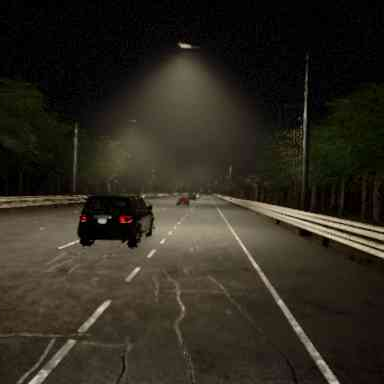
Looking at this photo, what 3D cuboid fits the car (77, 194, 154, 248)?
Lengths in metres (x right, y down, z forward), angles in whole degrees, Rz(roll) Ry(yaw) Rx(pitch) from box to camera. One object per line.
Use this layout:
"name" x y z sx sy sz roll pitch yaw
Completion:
"car" -3.054 1.122 14.423 2.150 2.045 5.566 2 0 3

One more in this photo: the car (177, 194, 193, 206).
"car" -1.342 1.484 53.481 1.812 1.442 4.674 2 0 3

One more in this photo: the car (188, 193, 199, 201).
"car" -0.021 1.257 83.154 2.150 2.045 5.566 2 0 3
